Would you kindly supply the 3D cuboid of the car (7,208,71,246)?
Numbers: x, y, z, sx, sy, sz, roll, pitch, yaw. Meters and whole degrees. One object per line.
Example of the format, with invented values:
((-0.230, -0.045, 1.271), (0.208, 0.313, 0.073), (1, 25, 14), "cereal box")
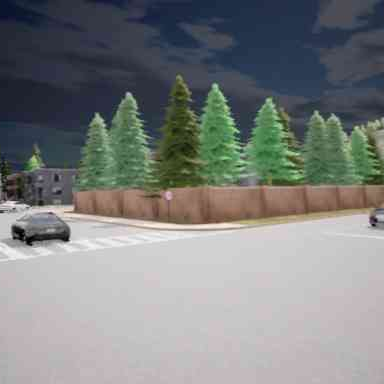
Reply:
((-7.492, 1.698, 16.367), (1.994, 1.385, 4.181), (-1, 0, -38), "car")

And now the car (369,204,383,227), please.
((12.300, 1.241, 19.751), (4.902, 1.511, 2.128), (-1, 0, -38), "car")

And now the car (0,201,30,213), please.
((-23.403, 1.949, 43.902), (1.812, 1.442, 4.674), (-1, 0, 6), "car")
